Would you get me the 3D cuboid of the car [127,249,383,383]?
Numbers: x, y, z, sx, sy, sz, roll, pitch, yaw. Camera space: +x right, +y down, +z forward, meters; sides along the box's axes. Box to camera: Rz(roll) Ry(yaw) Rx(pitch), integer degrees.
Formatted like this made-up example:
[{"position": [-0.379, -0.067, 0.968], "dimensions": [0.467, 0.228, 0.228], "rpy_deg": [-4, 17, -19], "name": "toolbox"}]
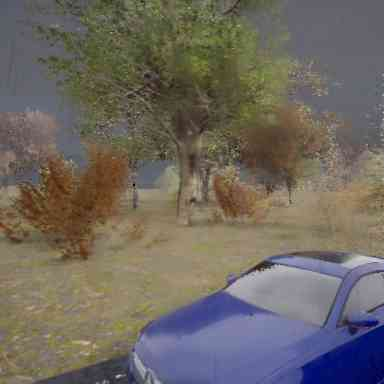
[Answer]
[{"position": [1.519, 1.528, 4.149], "dimensions": [4.674, 1.442, 1.812], "rpy_deg": [0, 0, -35], "name": "car"}]
